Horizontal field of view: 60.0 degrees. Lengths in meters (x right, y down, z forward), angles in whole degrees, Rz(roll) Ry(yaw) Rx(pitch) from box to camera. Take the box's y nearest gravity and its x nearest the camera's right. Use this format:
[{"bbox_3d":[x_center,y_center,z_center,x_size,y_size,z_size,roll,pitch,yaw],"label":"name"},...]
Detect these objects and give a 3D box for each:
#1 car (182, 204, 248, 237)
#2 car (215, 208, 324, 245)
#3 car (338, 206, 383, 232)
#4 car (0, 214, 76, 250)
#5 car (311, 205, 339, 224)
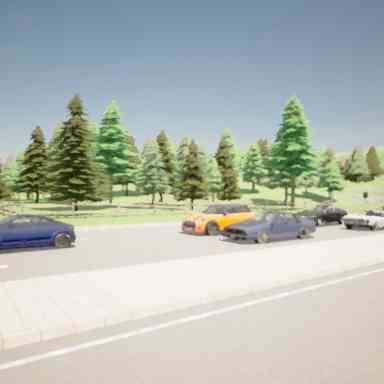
[{"bbox_3d":[1.631,1.495,19.271,4.553,1.767,2.097,1,0,-35],"label":"car"},{"bbox_3d":[4.020,1.697,16.678,5.357,1.411,2.033,1,0,-35],"label":"car"},{"bbox_3d":[12.300,1.868,22.561,4.718,1.301,1.895,1,0,-35],"label":"car"},{"bbox_3d":[-6.846,1.587,13.233,4.181,1.385,1.994,1,-1,-35],"label":"car"},{"bbox_3d":[9.820,1.753,25.082,4.902,1.511,2.128,1,-1,-35],"label":"car"}]
